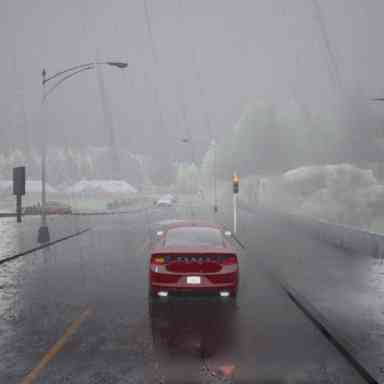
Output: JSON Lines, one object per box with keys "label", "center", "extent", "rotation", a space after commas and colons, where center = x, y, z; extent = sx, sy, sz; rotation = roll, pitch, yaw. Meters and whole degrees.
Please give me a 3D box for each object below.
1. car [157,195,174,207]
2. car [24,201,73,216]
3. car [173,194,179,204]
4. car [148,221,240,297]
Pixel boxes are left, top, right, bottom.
{"label": "car", "center": [-4.139, 1.526, 50.861], "extent": [1.812, 1.442, 4.674], "rotation": [0, 0, 0]}
{"label": "car", "center": [-13.581, 1.564, 31.572], "extent": [4.181, 1.385, 1.994], "rotation": [0, 0, -2]}
{"label": "car", "center": [-4.093, 1.526, 65.695], "extent": [1.812, 1.442, 4.674], "rotation": [0, 0, 0]}
{"label": "car", "center": [0.052, 1.478, 8.630], "extent": [1.882, 1.535, 5.008], "rotation": [0, 0, 0]}
